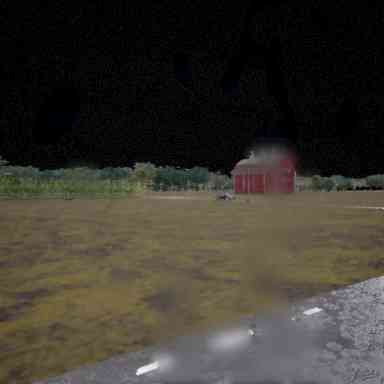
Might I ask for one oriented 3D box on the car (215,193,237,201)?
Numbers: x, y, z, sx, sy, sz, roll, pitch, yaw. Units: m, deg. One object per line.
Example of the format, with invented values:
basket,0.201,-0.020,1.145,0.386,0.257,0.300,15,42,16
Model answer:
car,6.522,0.927,63.808,1.837,1.490,4.892,1,1,-36
